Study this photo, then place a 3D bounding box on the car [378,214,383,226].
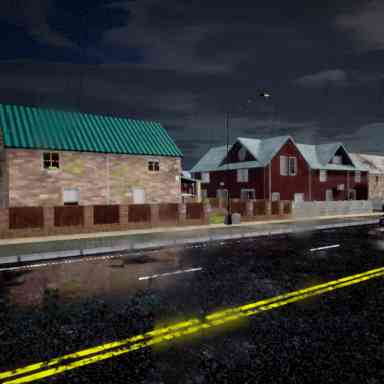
[{"bbox_3d":[14.563,1.564,22.172,5.357,1.411,2.033,0,0,-36],"label":"car"}]
